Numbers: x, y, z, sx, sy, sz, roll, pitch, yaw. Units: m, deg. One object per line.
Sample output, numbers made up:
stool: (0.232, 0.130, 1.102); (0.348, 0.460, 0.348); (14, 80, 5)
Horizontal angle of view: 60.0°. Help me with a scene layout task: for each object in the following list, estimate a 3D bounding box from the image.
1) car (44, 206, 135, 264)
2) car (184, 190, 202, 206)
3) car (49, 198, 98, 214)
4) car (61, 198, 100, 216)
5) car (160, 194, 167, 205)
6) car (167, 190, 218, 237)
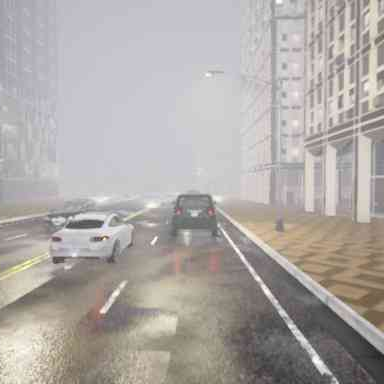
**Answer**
car: (-3.141, 1.403, 11.190); (1.812, 1.442, 4.674); (0, 1, 0)
car: (0.136, 0.725, 43.735); (2.150, 2.045, 5.566); (0, 1, 0)
car: (-6.578, 1.286, 18.748); (2.128, 1.511, 4.902); (0, 1, 0)
car: (-9.788, 1.238, 29.509); (1.994, 1.385, 4.181); (0, 1, 0)
car: (-3.111, 1.011, 45.493); (1.812, 1.442, 4.674); (0, 1, 0)
car: (0.114, 1.032, 17.008); (2.150, 2.045, 5.566); (0, 1, 0)
